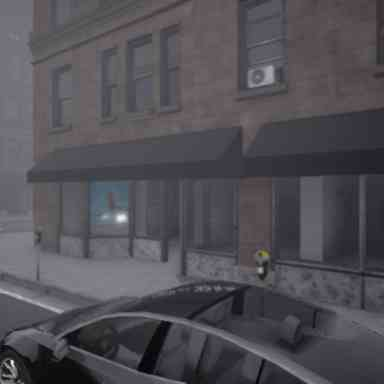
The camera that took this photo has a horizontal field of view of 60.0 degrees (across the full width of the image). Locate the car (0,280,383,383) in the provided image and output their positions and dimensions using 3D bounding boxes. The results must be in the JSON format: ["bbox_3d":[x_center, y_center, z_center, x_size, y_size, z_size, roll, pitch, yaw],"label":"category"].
[{"bbox_3d":[-0.087,1.566,3.141,4.313,1.339,1.947,0,0,36],"label":"car"}]
